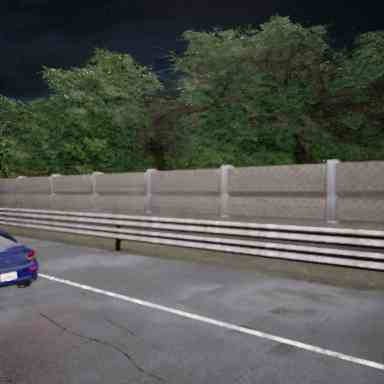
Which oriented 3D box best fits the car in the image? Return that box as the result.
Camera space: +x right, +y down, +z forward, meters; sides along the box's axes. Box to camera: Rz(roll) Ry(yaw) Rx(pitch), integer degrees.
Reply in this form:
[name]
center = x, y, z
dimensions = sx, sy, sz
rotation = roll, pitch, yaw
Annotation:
[car]
center = -5.509, 1.519, 7.984
dimensions = 4.674, 1.442, 1.812
rotation = 0, 0, 36
